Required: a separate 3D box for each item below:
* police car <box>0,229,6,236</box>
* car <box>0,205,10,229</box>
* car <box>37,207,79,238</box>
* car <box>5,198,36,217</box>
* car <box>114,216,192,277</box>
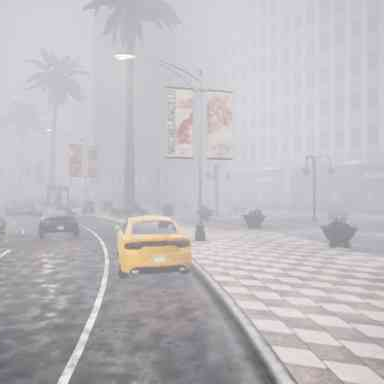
[{"bbox_3d":[-3.252,1.422,2.300,1.930,1.638,5.238,0,0,-5],"label":"police car"},{"bbox_3d":[-10.272,1.557,16.135,1.994,1.385,4.181,0,0,-25],"label":"car"},{"bbox_3d":[-7.225,1.521,17.848,1.812,1.442,4.674,0,0,-25],"label":"car"},{"bbox_3d":[-16.070,1.552,31.153,1.994,1.385,4.181,0,0,-38],"label":"car"},{"bbox_3d":[-1.364,1.477,10.428,1.882,1.535,5.008,0,0,-14],"label":"car"}]
